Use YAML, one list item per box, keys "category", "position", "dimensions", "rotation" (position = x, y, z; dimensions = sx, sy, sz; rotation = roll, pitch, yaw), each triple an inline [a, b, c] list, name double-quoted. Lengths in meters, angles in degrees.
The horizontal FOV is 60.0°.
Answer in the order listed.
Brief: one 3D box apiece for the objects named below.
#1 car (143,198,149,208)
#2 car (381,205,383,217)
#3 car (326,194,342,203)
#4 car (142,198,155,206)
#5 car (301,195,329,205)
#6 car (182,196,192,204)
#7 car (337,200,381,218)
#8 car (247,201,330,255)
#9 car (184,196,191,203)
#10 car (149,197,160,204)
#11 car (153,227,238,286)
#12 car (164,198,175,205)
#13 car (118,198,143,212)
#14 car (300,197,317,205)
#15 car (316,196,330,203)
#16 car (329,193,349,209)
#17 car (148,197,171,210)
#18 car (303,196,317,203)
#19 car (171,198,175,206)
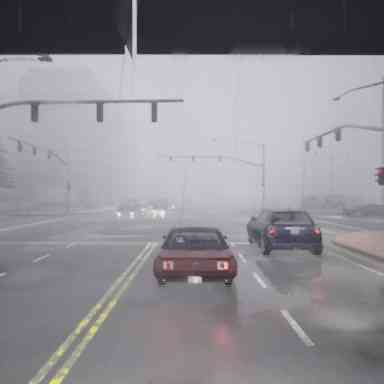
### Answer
- category: "car"
  position: [-8.025, 1.709, 51.830]
  dimensions: [1.882, 1.535, 5.008]
  rotation: [0, 0, 0]
- category: "car"
  position: [19.259, 1.632, 28.262]
  dimensions: [4.892, 1.490, 1.837]
  rotation: [0, 0, 1]
- category: "car"
  position: [33.507, 1.506, 78.639]
  dimensions: [1.932, 1.855, 4.605]
  rotation: [0, 0, 0]
- category: "car"
  position: [-8.040, 1.802, 61.836]
  dimensions: [1.812, 1.442, 4.674]
  rotation: [0, 0, 0]
- category: "car"
  position: [16.652, 1.360, 46.028]
  dimensions: [1.932, 1.855, 4.605]
  rotation: [0, 0, 0]
- category: "car"
  position: [-1.057, 1.844, 71.505]
  dimensions: [1.812, 1.442, 4.674]
  rotation: [0, 0, 0]
- category: "car"
  position: [16.674, 1.707, 31.795]
  dimensions: [4.181, 1.385, 1.994]
  rotation: [0, 0, 1]
- category: "car"
  position: [3.589, 1.414, 13.668]
  dimensions: [2.097, 1.767, 4.553]
  rotation: [0, 0, 0]
- category: "car"
  position: [-1.142, 1.856, 84.539]
  dimensions: [1.882, 1.535, 5.008]
  rotation: [0, 0, 0]
- category: "car"
  position: [-8.061, 1.873, 71.848]
  dimensions: [1.994, 1.385, 4.181]
  rotation: [0, 0, 0]
- category: "car"
  position: [0.081, 1.644, 9.511]
  dimensions: [1.895, 1.301, 4.718]
  rotation: [0, 0, 0]
- category: "car"
  position: [-4.533, 1.898, 66.620]
  dimensions: [1.895, 1.301, 4.718]
  rotation: [0, 0, 0]
- category: "car"
  position: [-8.040, 1.543, 42.660]
  dimensions: [2.097, 1.767, 4.553]
  rotation: [0, 0, 2]
- category: "car"
  position: [22.203, 1.680, 63.455]
  dimensions: [1.970, 1.475, 3.806]
  rotation: [0, 0, 0]
- category: "car"
  position: [30.823, 1.716, 78.581]
  dimensions: [1.784, 1.438, 3.905]
  rotation: [0, 0, 0]
- category: "car"
  position: [19.546, 1.362, 45.982]
  dimensions: [1.905, 1.878, 3.866]
  rotation: [0, 0, 0]
- category: "car"
  position: [-4.503, 1.703, 47.423]
  dimensions: [2.128, 1.511, 4.902]
  rotation: [0, 0, 0]
- category: "car"
  position: [27.928, 1.747, 78.573]
  dimensions: [1.970, 1.475, 3.806]
  rotation: [0, 0, 0]
- category: "car"
  position: [-4.542, 1.604, 56.465]
  dimensions: [2.097, 1.767, 4.553]
  rotation: [0, 0, 0]
